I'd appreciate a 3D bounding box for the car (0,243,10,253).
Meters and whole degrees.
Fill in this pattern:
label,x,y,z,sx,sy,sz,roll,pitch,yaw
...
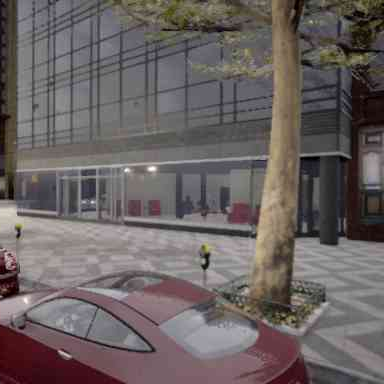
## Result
label,x,y,z,sx,sy,sz,roll,pitch,yaw
car,-5.455,1.392,6.960,4.097,1.590,1.967,0,0,35

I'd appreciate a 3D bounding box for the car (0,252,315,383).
label,x,y,z,sx,sy,sz,roll,pitch,yaw
car,-0.861,1.566,3.689,4.206,1.307,1.802,0,0,35
